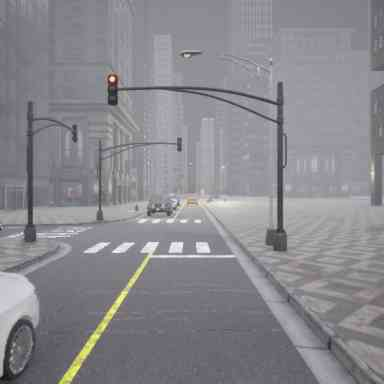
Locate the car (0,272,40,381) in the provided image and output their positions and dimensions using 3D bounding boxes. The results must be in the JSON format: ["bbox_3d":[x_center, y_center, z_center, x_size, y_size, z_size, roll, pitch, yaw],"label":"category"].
[{"bbox_3d":[-2.996,1.525,2.779,1.812,1.442,4.674,0,0,1],"label":"car"}]

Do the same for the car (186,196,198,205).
[{"bbox_3d":[0.012,1.489,57.607,1.882,1.535,5.008,0,0,0],"label":"car"}]

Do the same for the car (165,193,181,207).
[{"bbox_3d":[-3.058,1.231,54.093,2.150,2.045,5.566,0,0,0],"label":"car"}]

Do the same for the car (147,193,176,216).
[{"bbox_3d":[-3.088,1.221,32.928,2.150,2.045,5.566,0,0,0],"label":"car"}]

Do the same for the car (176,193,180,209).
[{"bbox_3d":[-3.088,1.224,43.376,2.150,2.045,5.566,0,0,0],"label":"car"}]

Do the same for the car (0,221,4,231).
[{"bbox_3d":[-12.783,1.674,17.884,4.892,1.490,1.837,-1,0,2],"label":"car"}]
